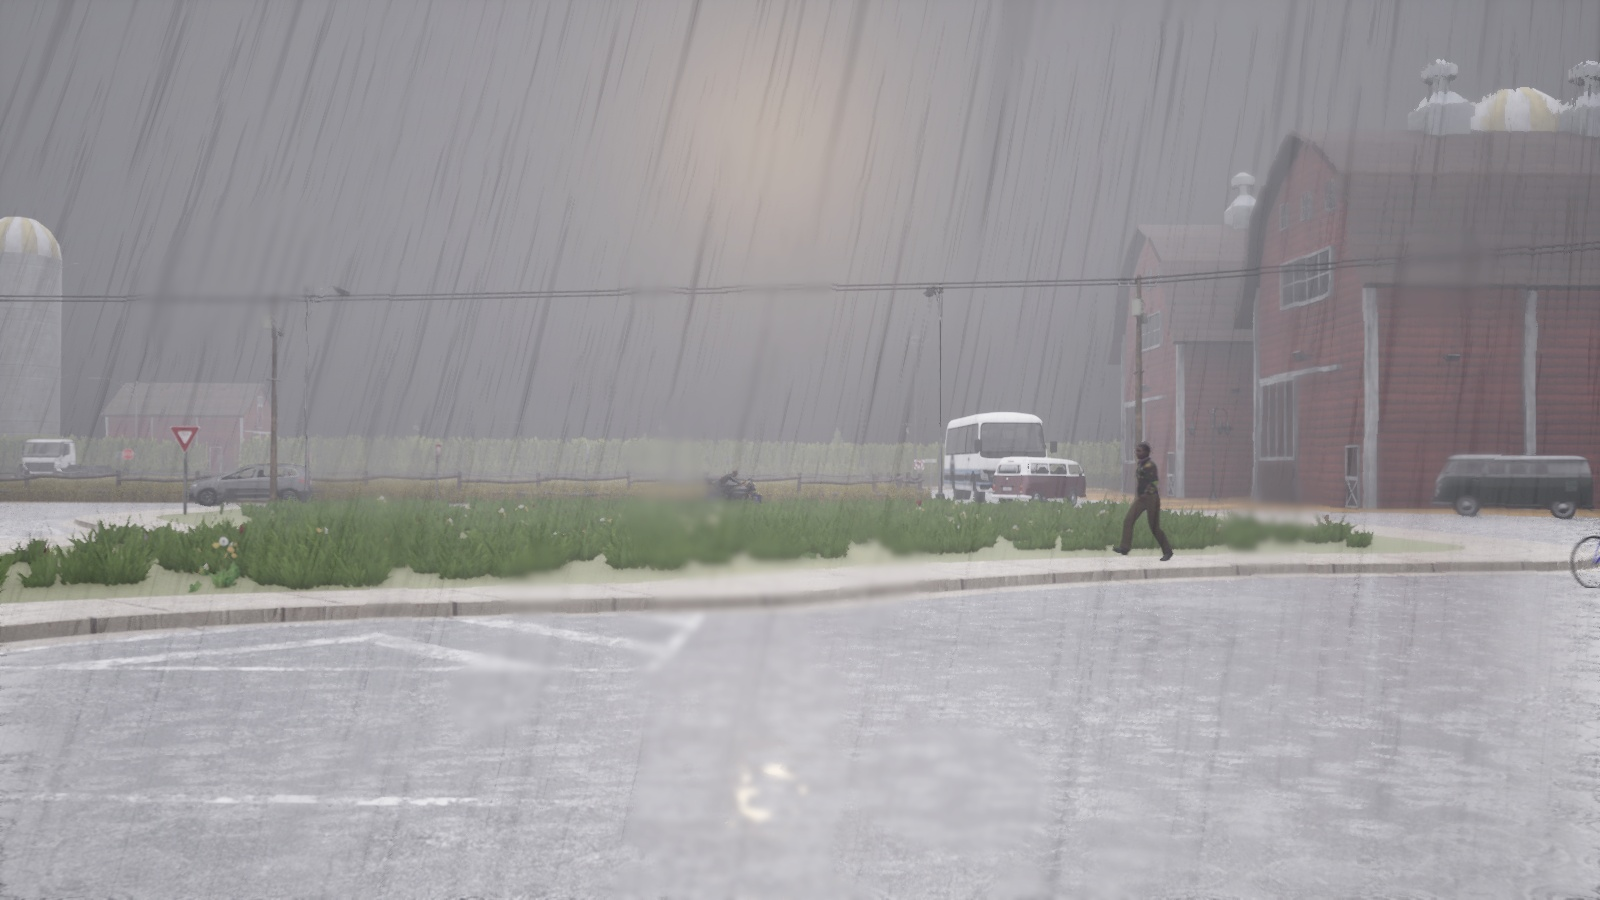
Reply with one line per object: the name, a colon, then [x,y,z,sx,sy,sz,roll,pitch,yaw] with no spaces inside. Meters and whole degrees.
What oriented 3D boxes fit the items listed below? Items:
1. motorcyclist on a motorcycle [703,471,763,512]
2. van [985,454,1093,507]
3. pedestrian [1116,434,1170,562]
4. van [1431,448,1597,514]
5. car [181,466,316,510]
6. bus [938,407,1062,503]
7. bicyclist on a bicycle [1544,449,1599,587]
motorcyclist on a motorcycle: [-2.511,1.538,46.985,2.191,1.530,0.866,0,-1,0]
van: [9.808,1.234,51.266,4.480,2.038,2.069,1,-1,-43]
pedestrian: [5.256,0.725,19.244,0.692,1.930,0.395,0,-1,-19]
van: [22.510,0.973,39.686,4.442,1.987,1.775,-1,-1,31]
car: [-21.688,1.462,49.599,4.611,1.667,2.242,0,-1,-16]
bus: [9.499,0.287,61.267,3.944,4.253,10.273,0,-1,-3]
bicyclist on a bicycle: [10.937,0.880,16.663,1.843,1.776,0.659,0,-1,-11]
